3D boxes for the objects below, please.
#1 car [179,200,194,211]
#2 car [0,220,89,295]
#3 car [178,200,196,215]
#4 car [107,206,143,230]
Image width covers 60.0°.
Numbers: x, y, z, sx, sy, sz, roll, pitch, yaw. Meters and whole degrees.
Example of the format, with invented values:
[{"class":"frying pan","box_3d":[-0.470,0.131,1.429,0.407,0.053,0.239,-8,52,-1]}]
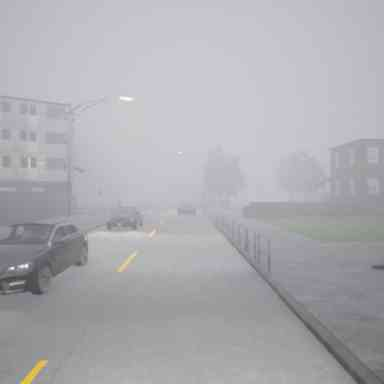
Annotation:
[{"class":"car","box_3d":[-0.787,1.888,47.541,2.128,1.511,4.902,0,0,-1]},{"class":"car","box_3d":[-4.247,1.570,9.006,2.128,1.511,4.902,0,-1,-1]},{"class":"car","box_3d":[-0.573,1.878,37.641,1.994,1.385,4.181,0,0,-1]},{"class":"car","box_3d":[-4.474,1.717,22.690,1.812,1.442,4.674,0,0,-1]}]
